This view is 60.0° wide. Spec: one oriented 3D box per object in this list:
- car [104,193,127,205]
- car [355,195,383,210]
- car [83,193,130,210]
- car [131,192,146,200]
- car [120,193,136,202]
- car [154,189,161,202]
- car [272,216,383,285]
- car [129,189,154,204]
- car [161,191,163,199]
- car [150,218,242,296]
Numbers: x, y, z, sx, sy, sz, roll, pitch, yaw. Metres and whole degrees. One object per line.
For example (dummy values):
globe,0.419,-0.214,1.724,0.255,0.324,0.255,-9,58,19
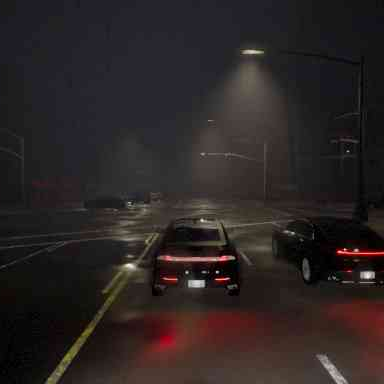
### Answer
car,-10.702,0.898,46.785,2.128,1.511,4.902,0,0,0
car,19.030,1.037,33.432,4.892,1.490,1.837,-1,1,0
car,-8.756,1.113,33.588,4.181,1.385,1.994,0,1,0
car,-10.715,0.815,66.453,2.128,1.511,4.902,0,0,0
car,-10.722,0.881,56.050,1.812,1.442,4.674,0,0,0
car,-7.216,0.572,57.484,2.150,2.045,5.566,0,0,0
car,3.578,1.415,9.209,1.837,1.490,4.892,0,1,0
car,-7.191,0.626,47.450,2.150,2.045,5.566,0,0,1
car,-7.206,0.541,67.920,2.150,2.045,5.566,0,0,0
car,0.074,1.409,8.413,2.128,1.511,4.902,0,1,0
